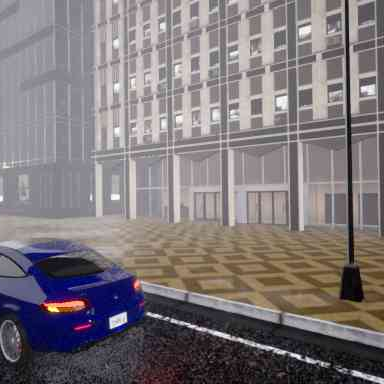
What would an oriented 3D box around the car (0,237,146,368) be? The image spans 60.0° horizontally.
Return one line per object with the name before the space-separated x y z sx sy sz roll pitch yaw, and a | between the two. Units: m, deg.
car | -2.850 1.527 5.724 4.674 1.442 1.812 0 0 35
